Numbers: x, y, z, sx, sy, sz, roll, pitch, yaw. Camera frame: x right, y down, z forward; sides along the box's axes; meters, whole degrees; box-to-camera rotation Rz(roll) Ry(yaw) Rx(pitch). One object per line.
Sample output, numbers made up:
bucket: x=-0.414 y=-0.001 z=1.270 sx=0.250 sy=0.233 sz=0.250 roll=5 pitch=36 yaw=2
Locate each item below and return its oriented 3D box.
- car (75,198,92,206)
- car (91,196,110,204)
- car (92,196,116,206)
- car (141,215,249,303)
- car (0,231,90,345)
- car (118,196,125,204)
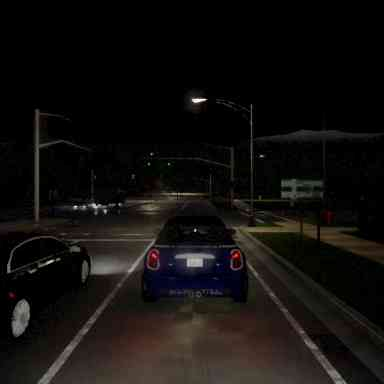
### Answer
car: x=-18.001 y=1.607 z=55.807 sx=1.895 sy=1.301 sz=4.718 roll=0 pitch=0 yaw=1
car: x=-17.800 y=1.498 z=64.888 sx=2.128 sy=1.511 sz=4.902 roll=0 pitch=0 yaw=1
car: x=-14.509 y=1.511 z=55.236 sx=1.837 sy=1.490 sz=4.892 roll=0 pitch=0 yaw=1
car: x=0.070 y=1.352 z=8.367 sx=2.097 sy=1.767 sz=4.553 roll=0 pitch=0 yaw=0
car: x=-3.440 y=1.507 z=6.348 sx=1.837 sy=1.490 sz=4.892 roll=0 pitch=0 yaw=0
car: x=-14.314 y=1.512 z=64.612 sx=1.837 sy=1.490 sz=4.892 roll=0 pitch=0 yaw=1
